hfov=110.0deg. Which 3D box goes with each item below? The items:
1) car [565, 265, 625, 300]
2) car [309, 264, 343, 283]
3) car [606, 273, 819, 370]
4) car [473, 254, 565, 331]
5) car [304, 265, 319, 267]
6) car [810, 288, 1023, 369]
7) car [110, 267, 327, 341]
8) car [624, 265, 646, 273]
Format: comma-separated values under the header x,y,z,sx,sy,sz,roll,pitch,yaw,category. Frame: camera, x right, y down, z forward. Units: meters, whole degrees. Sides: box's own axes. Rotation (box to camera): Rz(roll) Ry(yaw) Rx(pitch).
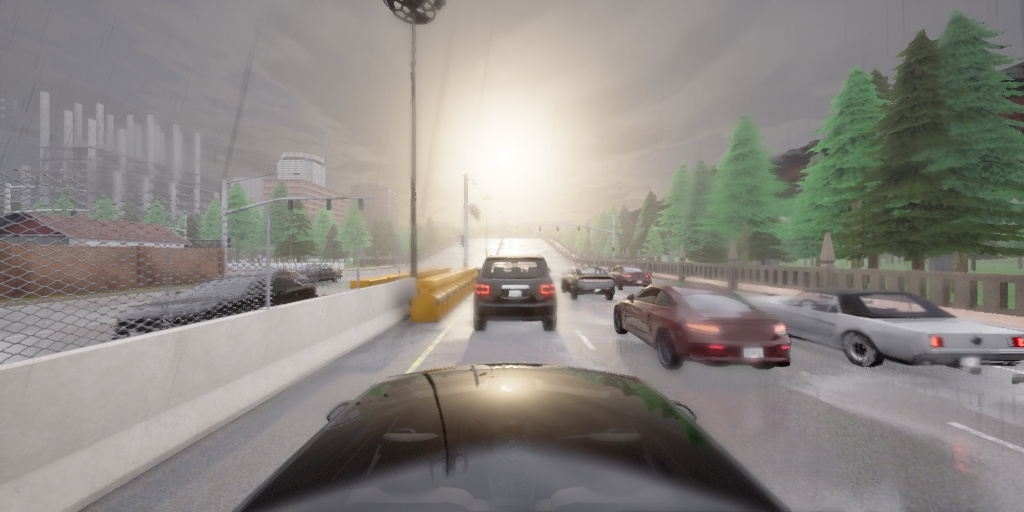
x,y,z,sx,sy,sz,roll,pitch,yaw,category
3.573,1.241,17.453,2.128,1.511,4.902,0,0,0,car
-14.042,1.297,25.542,2.033,1.411,5.357,0,0,0,car
3.592,1.276,7.632,1.812,1.442,4.674,0,0,0,car
0.081,0.971,11.072,2.150,2.045,5.566,0,0,0,car
-10.600,1.275,15.479,1.812,1.442,4.674,0,0,0,car
7.089,1.351,7.762,1.895,1.301,4.718,0,0,0,car
-7.107,1.227,9.304,1.882,1.535,5.008,0,0,0,car
7.061,1.276,22.189,1.812,1.442,4.674,0,0,0,car
